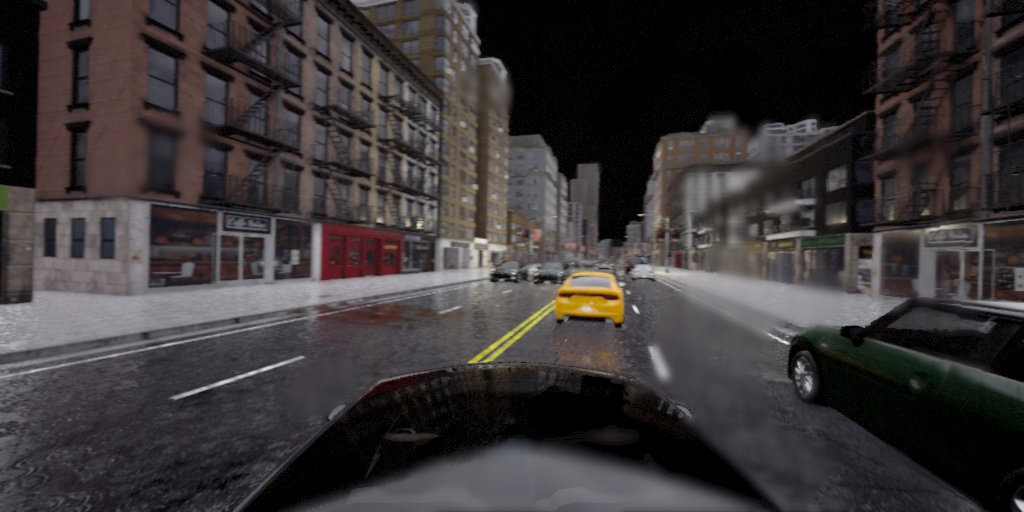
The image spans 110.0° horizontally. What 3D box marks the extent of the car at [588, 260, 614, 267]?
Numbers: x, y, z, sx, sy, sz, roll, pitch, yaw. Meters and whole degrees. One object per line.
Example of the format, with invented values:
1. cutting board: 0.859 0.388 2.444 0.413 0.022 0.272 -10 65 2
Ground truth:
1. car: 8.210 1.390 31.676 2.128 1.511 4.902 1 0 16

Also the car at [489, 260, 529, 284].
1. car: -0.102 1.082 26.838 2.097 1.767 4.553 1 0 16

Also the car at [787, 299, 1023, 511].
1. car: 4.736 1.198 3.449 2.097 1.767 4.553 1 0 16

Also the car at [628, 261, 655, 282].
1. car: 11.751 1.496 32.368 1.812 1.442 4.674 1 0 16

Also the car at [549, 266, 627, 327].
1. car: 2.673 1.277 11.963 1.882 1.535 5.008 1 0 16

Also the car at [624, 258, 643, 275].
1. car: 14.774 1.249 43.330 2.150 2.045 5.566 1 0 16

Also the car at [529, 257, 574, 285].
1. car: 2.915 1.145 25.564 2.097 1.767 4.553 1 0 16
